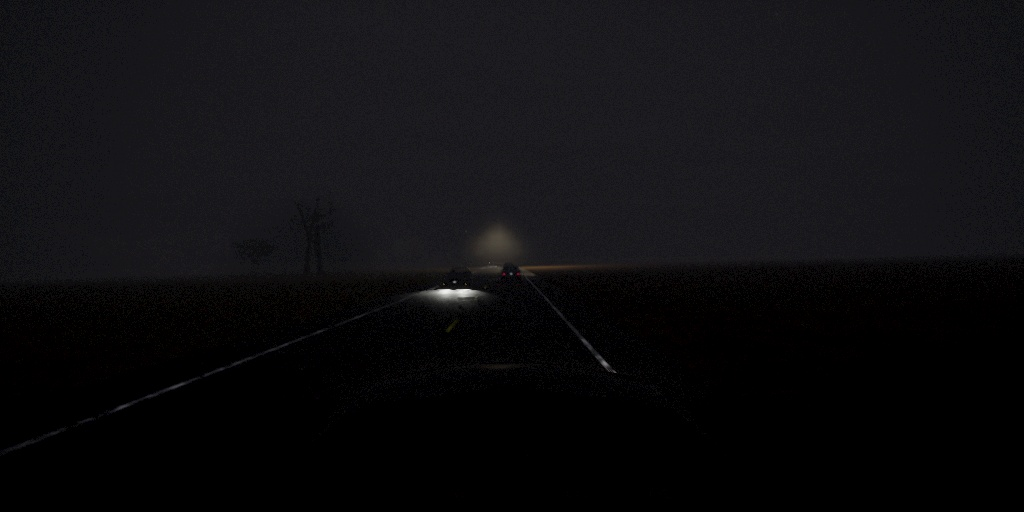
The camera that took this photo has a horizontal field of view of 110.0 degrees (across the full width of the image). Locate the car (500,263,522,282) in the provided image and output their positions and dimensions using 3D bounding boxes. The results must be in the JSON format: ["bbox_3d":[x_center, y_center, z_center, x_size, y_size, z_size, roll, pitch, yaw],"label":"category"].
[{"bbox_3d":[-0.092,1.530,31.714,2.033,1.411,5.357,0,0,-1],"label":"car"}]

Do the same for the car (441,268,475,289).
[{"bbox_3d":[-3.717,1.505,25.189,1.994,1.385,4.181,0,0,0],"label":"car"}]
